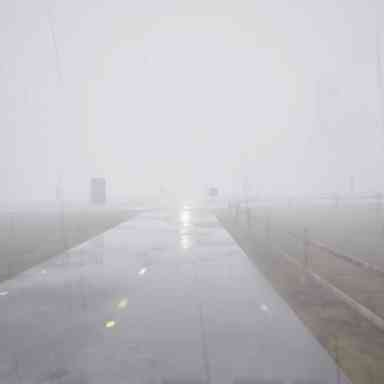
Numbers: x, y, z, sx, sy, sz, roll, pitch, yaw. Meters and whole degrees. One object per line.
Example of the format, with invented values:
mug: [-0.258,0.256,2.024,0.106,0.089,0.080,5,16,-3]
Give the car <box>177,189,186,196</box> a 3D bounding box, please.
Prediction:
car: [-2.732,0.097,85.646,2.097,1.767,4.553,0,1,0]
